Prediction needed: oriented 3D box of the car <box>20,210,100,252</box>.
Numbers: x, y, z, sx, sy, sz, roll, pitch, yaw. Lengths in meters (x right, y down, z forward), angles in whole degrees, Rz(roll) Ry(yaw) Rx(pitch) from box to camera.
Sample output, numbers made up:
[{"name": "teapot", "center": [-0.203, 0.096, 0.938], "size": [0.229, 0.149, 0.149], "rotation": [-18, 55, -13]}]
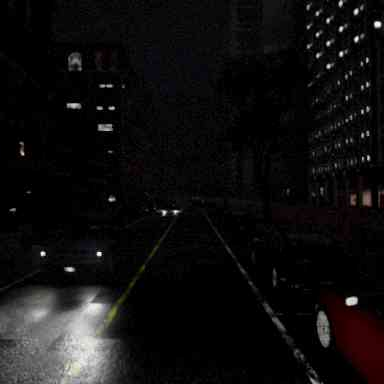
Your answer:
[{"name": "car", "center": [-5.688, 1.673, 14.422], "size": [1.947, 1.339, 4.313], "rotation": [1, 0, 0]}]

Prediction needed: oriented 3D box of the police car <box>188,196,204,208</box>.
[{"name": "police car", "center": [0.649, 1.842, 55.195], "size": [1.930, 1.638, 5.238], "rotation": [0, 0, -3]}]

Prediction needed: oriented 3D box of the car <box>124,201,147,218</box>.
[{"name": "car", "center": [-5.699, 1.798, 31.131], "size": [1.947, 1.339, 4.313], "rotation": [1, 0, 0]}]

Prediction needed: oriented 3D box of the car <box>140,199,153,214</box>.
[{"name": "car", "center": [-5.702, 1.799, 36.530], "size": [1.752, 1.417, 4.829], "rotation": [1, 0, 0]}]

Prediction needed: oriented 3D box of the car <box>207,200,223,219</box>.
[{"name": "car", "center": [2.681, 1.760, 31.306], "size": [1.752, 1.417, 4.829], "rotation": [1, 0, 0]}]

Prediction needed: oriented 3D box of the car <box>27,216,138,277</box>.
[{"name": "car", "center": [-3.100, 1.680, 10.664], "size": [1.895, 1.301, 4.718], "rotation": [0, 0, 0]}]

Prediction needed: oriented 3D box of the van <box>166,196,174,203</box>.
[{"name": "van", "center": [-5.731, 2.005, 86.828], "size": [1.690, 1.788, 3.998], "rotation": [1, 0, 0]}]

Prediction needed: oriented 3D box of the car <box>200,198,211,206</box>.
[{"name": "car", "center": [2.662, 1.930, 64.552], "size": [1.967, 1.590, 4.097], "rotation": [1, 0, 0]}]

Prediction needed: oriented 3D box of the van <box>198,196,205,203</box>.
[{"name": "van", "center": [2.646, 2.049, 92.401], "size": [1.690, 1.788, 3.998], "rotation": [1, 0, 0]}]

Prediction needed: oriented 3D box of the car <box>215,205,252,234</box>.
[{"name": "car", "center": [2.688, 1.700, 19.996], "size": [2.008, 1.369, 4.403], "rotation": [1, 0, 0]}]

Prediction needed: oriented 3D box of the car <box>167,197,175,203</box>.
[{"name": "car", "center": [-5.737, 2.231, 92.226], "size": [1.752, 1.417, 4.829], "rotation": [1, 0, 0]}]

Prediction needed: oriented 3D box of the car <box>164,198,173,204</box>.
[{"name": "car", "center": [-5.731, 2.170, 81.256], "size": [2.008, 1.369, 4.403], "rotation": [1, 0, 0]}]

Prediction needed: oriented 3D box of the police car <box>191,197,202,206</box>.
[{"name": "police car", "center": [0.792, 1.920, 65.196], "size": [1.930, 1.638, 5.238], "rotation": [0, 0, -1]}]

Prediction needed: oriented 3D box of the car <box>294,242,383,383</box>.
[{"name": "car", "center": [2.699, 1.570, 3.287], "size": [1.887, 1.381, 4.507], "rotation": [1, 0, 0]}]

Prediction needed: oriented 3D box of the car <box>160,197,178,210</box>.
[{"name": "car", "center": [-3.115, 1.842, 48.343], "size": [1.882, 1.535, 5.008], "rotation": [0, 0, 0]}]

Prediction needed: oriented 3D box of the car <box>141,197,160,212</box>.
[{"name": "car", "center": [-5.702, 1.632, 42.272], "size": [2.192, 1.841, 5.009], "rotation": [1, 0, 0]}]

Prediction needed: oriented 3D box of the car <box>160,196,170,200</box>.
[{"name": "car", "center": [-5.713, 1.761, 58.979], "size": [2.192, 1.841, 5.009], "rotation": [1, 0, 0]}]

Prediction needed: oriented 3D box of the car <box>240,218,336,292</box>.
[{"name": "car", "center": [2.695, 1.617, 8.857], "size": [2.008, 1.369, 4.403], "rotation": [1, 0, 0]}]

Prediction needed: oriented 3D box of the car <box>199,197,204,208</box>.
[{"name": "car", "center": [2.667, 1.954, 53.412], "size": [2.008, 1.369, 4.403], "rotation": [1, 0, 0]}]

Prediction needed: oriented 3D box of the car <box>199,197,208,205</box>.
[{"name": "car", "center": [2.655, 2.017, 75.692], "size": [1.967, 1.590, 4.097], "rotation": [1, 0, 0]}]

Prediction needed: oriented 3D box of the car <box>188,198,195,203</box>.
[{"name": "car", "center": [-0.058, 2.220, 90.321], "size": [1.895, 1.301, 4.718], "rotation": [0, 0, 0]}]

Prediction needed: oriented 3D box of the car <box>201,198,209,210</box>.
[{"name": "car", "center": [2.671, 1.911, 47.844], "size": [2.008, 1.369, 4.403], "rotation": [1, 0, 0]}]

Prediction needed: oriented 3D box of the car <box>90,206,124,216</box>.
[{"name": "car", "center": [-5.692, 1.699, 19.992], "size": [2.008, 1.369, 4.403], "rotation": [1, 0, 0]}]
